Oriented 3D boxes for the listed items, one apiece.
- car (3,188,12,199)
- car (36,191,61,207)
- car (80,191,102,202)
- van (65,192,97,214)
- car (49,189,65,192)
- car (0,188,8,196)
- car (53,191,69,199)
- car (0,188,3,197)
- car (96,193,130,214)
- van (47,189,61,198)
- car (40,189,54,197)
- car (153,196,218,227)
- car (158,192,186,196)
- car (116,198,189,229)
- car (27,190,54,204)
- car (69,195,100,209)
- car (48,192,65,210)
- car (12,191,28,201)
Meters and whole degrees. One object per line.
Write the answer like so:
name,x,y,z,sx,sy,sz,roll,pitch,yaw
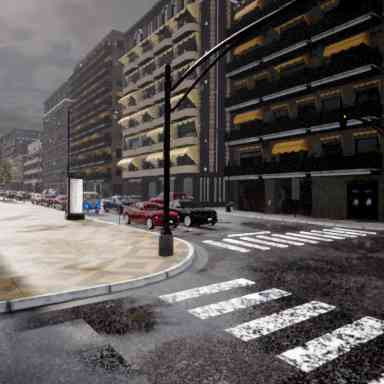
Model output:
car,-32.427,0.471,60.198,1.887,1.381,4.507,2,0,-36
car,-15.751,0.910,37.354,1.887,1.381,4.507,2,0,-36
car,-15.655,0.712,51.439,1.967,1.590,4.097,2,0,-36
van,-9.075,0.882,28.216,1.690,1.788,3.998,2,0,-36
car,-17.687,0.636,44.460,2.097,1.767,4.553,1,0,-36
car,-42.426,-0.021,73.905,2.192,1.841,5.009,2,0,-36
car,-25.763,0.531,65.283,1.752,1.417,4.829,2,0,-36
car,-39.098,0.302,69.336,2.008,1.369,4.403,2,0,-36
car,-6.007,1.084,28.381,2.128,1.511,4.902,1,0,-36
van,-28.993,0.262,69.714,1.690,1.788,3.998,2,0,-36
car,-32.331,0.273,74.283,1.967,1.590,4.097,2,0,-36
car,-0.422,1.217,20.722,1.882,1.535,5.008,1,0,-35
car,-2.311,0.938,33.163,2.192,1.841,5.009,2,0,-36
car,-2.411,1.262,19.079,1.887,1.381,4.507,2,0,-36
car,-18.986,0.805,41.786,1.752,1.417,4.829,2,0,-36
car,-11.830,1.040,36.367,1.895,1.301,4.718,1,0,-36
car,-12.416,0.998,32.785,1.887,1.381,4.507,2,0,-36
car,-25.753,0.542,51.060,1.967,1.590,4.097,2,0,-36
